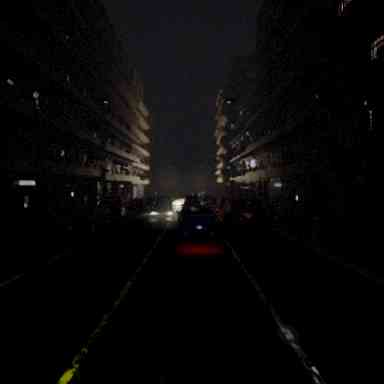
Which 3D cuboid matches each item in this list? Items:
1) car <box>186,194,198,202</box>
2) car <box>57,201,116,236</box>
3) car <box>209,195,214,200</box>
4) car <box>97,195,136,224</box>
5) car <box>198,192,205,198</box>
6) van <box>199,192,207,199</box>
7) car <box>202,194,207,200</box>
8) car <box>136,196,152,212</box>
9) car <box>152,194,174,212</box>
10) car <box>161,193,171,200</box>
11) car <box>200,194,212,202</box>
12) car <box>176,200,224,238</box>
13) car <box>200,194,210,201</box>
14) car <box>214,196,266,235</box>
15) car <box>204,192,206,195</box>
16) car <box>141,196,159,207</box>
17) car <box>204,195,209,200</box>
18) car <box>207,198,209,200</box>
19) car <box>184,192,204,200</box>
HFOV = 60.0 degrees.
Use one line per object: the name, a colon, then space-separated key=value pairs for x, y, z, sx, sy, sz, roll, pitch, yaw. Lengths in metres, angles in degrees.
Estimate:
car: x=0.064 y=1.090 z=62.032 sx=2.128 sy=1.511 sz=4.902 roll=0 pitch=0 yaw=0
car: x=-5.713 y=1.436 z=17.877 sx=1.887 sy=1.381 sz=4.507 roll=-1 pitch=0 yaw=0
car: x=2.627 y=1.170 z=23.604 sx=2.192 sy=1.841 sz=5.009 roll=-1 pitch=0 yaw=0
car: x=-5.720 y=1.171 z=23.539 sx=2.192 sy=1.841 sz=5.009 roll=-1 pitch=0 yaw=0
car: x=2.624 y=0.823 z=91.578 sx=1.967 sy=1.590 sz=4.097 roll=-1 pitch=0 yaw=0
van: x=2.629 y=0.810 z=80.248 sx=1.690 sy=1.788 sz=3.998 roll=-1 pitch=0 yaw=0
car: x=2.627 y=1.310 z=40.598 sx=1.947 sy=1.339 sz=4.313 roll=-1 pitch=0 yaw=0
car: x=-5.723 y=1.327 z=34.870 sx=1.887 sy=1.381 sz=4.507 roll=-1 pitch=0 yaw=0
car: x=-3.114 y=1.131 z=35.419 sx=2.097 sy=1.767 sz=4.553 roll=0 pitch=0 yaw=0
car: x=-5.745 y=1.061 z=74.524 sx=2.008 sy=1.369 sz=4.403 roll=-1 pitch=0 yaw=0
car: x=2.642 y=1.141 z=63.256 sx=2.008 sy=1.369 sz=4.403 roll=-1 pitch=0 yaw=0
car: x=0.214 y=1.375 z=16.938 sx=1.882 sy=1.535 sz=5.008 roll=0 pitch=0 yaw=-3
car: x=2.639 y=1.133 z=68.921 sx=1.802 sy=1.307 sz=4.206 roll=-1 pitch=0 yaw=0
car: x=2.630 y=1.206 z=17.939 sx=2.192 sy=1.841 sz=5.009 roll=-1 pitch=0 yaw=0
car: x=2.647 y=1.195 z=57.591 sx=1.947 sy=1.339 sz=4.313 roll=-1 pitch=0 yaw=0
car: x=-5.729 y=1.273 z=46.201 sx=1.947 sy=1.339 sz=4.313 roll=-1 pitch=0 yaw=0
car: x=2.624 y=1.327 z=34.934 sx=1.887 sy=1.381 sz=4.507 roll=-1 pitch=0 yaw=0
car: x=2.628 y=1.385 z=29.270 sx=1.947 sy=1.339 sz=4.313 roll=-1 pitch=0 yaw=0
car: x=0.075 y=1.083 z=42.480 sx=2.097 sy=1.767 sz=4.553 roll=0 pitch=0 yaw=0
